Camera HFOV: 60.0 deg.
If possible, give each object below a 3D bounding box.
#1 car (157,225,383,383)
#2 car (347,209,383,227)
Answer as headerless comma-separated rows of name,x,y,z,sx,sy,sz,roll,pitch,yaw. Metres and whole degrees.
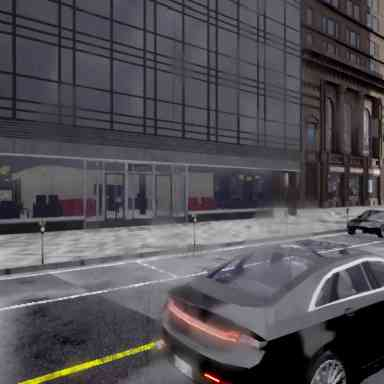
car,1.889,1.491,4.664,4.902,1.511,2.128,0,0,-35
car,9.998,1.567,17.645,4.313,1.339,1.947,0,0,-36
